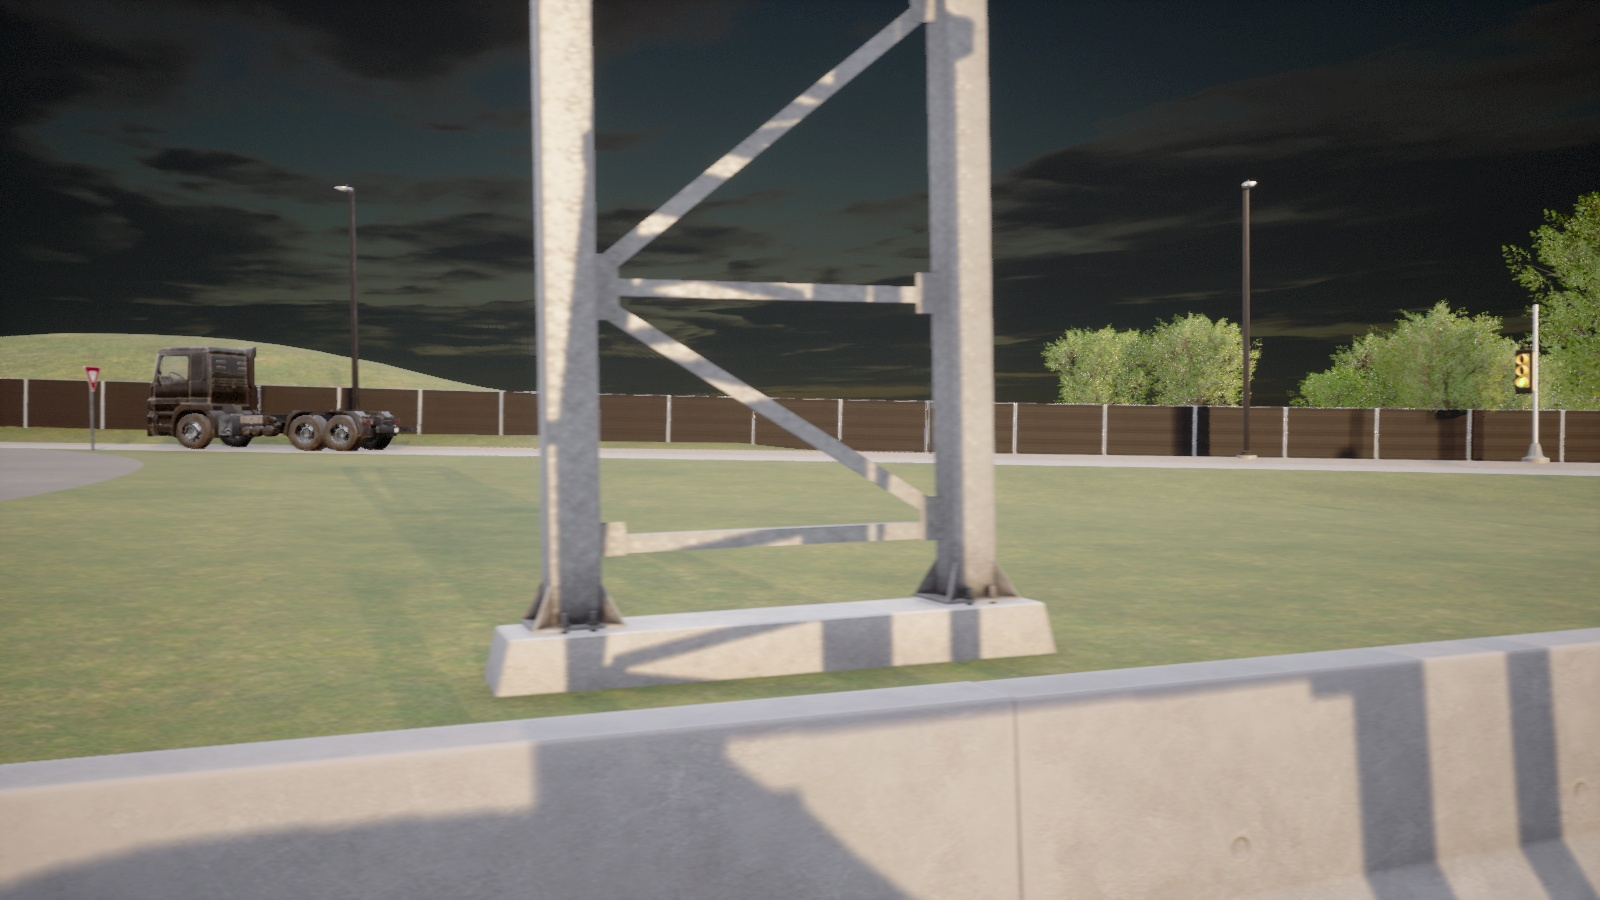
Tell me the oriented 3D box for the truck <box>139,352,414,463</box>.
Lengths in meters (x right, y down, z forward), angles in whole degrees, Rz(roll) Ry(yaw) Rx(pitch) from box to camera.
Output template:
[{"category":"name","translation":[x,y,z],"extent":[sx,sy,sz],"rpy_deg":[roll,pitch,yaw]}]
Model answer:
[{"category":"truck","translation":[-17.231,-1.373,41.632],"extent":[7.936,3.462,2.891],"rpy_deg":[0,2,6]}]
